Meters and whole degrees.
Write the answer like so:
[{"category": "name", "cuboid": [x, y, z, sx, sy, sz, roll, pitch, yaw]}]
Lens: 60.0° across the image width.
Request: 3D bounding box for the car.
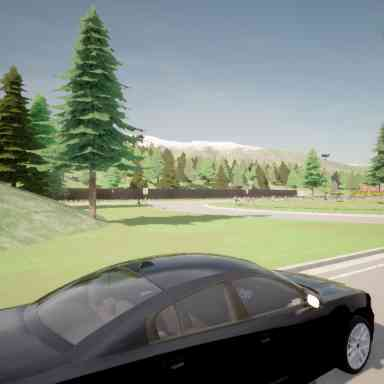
[{"category": "car", "cuboid": [0.212, 1.478, 3.905, 5.008, 1.535, 1.882, 0, 0, -36]}]
